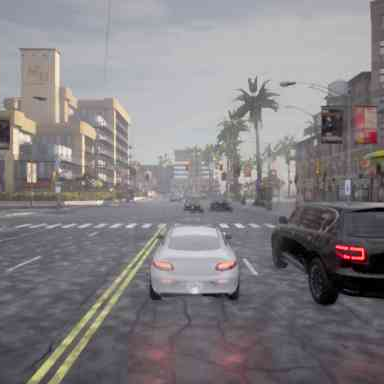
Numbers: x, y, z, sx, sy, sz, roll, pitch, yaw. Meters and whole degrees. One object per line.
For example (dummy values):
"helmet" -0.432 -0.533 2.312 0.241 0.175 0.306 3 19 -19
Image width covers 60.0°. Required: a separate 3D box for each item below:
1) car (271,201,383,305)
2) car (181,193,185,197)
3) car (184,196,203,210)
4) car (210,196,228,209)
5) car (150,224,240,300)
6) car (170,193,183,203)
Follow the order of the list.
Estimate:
"car" 3.559 1.220 8.232 2.150 2.045 5.566 0 0 0
"car" -3.589 1.523 84.649 2.033 1.411 5.357 0 0 0
"car" 0.059 1.592 42.727 1.895 1.301 4.718 0 0 0
"car" 3.556 1.343 44.025 2.097 1.767 4.553 0 0 0
"car" 0.061 1.524 8.289 1.812 1.442 4.674 0 0 0
"car" -3.574 1.539 71.265 1.994 1.385 4.181 0 0 0
